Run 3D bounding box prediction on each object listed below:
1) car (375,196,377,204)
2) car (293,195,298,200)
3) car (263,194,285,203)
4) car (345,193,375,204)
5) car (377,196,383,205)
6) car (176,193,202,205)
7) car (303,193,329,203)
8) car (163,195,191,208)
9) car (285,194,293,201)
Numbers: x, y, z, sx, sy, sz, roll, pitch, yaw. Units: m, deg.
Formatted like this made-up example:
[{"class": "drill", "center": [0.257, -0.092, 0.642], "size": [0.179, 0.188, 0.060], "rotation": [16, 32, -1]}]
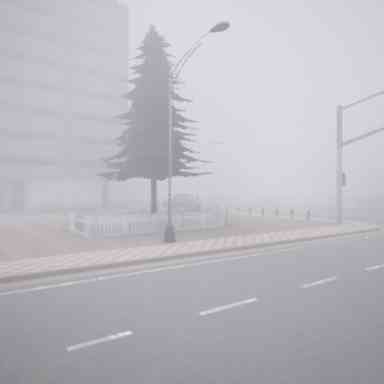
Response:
[{"class": "car", "center": [39.836, 1.384, 75.765], "size": [1.784, 1.438, 3.905], "rotation": [0, 0, -36]}, {"class": "car", "center": [24.179, 1.172, 83.182], "size": [1.932, 1.855, 4.605], "rotation": [0, 0, -36]}, {"class": "car", "center": [19.665, 1.413, 79.905], "size": [1.970, 1.475, 3.806], "rotation": [0, 0, -36]}, {"class": "car", "center": [37.440, 1.173, 74.137], "size": [1.932, 1.855, 4.605], "rotation": [0, 0, -36]}, {"class": "car", "center": [29.273, 1.166, 46.827], "size": [1.932, 1.855, 4.605], "rotation": [0, 0, -36]}, {"class": "car", "center": [-0.727, 1.229, 52.383], "size": [2.150, 2.045, 5.566], "rotation": [0, 0, -35]}, {"class": "car", "center": [23.730, 1.411, 64.258], "size": [1.970, 1.475, 3.806], "rotation": [0, 0, -36]}, {"class": "car", "center": [-2.567, 1.572, 48.939], "size": [1.994, 1.385, 4.181], "rotation": [0, 0, -36]}, {"class": "car", "center": [22.023, 1.382, 81.584], "size": [1.784, 1.438, 3.905], "rotation": [0, 0, -36]}]
